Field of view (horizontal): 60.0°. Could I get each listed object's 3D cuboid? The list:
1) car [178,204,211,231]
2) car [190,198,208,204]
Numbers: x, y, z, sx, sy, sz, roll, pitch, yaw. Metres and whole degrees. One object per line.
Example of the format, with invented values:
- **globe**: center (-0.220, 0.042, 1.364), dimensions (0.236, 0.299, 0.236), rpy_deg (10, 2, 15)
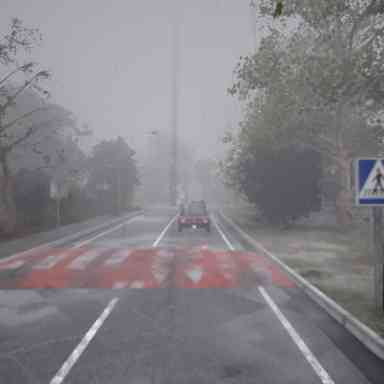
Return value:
- **car**: center (0.142, 1.643, 20.810), dimensions (1.895, 1.301, 4.718), rpy_deg (0, 0, 0)
- **car**: center (0.707, 1.460, 37.576), dimensions (2.128, 1.511, 4.902), rpy_deg (0, 0, 4)
